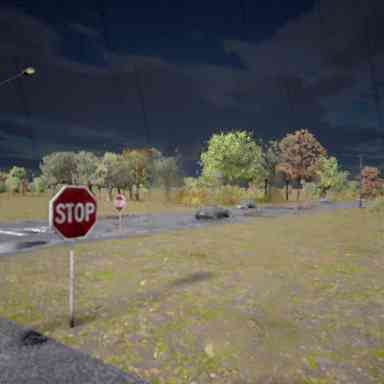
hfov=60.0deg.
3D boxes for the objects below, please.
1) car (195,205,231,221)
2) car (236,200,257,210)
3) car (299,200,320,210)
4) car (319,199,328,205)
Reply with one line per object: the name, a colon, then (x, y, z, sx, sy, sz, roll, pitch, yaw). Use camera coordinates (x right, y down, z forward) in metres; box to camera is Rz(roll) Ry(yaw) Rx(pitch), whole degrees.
car: (2.088, 1.953, 31.700, 1.994, 1.385, 4.181, 1, 0, 36)
car: (8.666, 2.099, 52.755, 2.128, 1.511, 4.902, 1, 1, 36)
car: (19.481, 2.302, 55.768, 1.994, 1.385, 4.181, 1, 0, 36)
car: (34.531, 2.544, 88.540, 1.882, 1.535, 5.008, 1, 0, 36)
